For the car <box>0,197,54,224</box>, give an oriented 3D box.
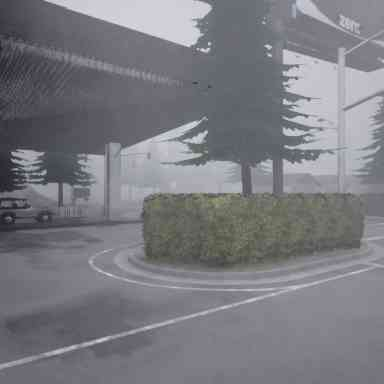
[{"bbox_3d":[-11.937,1.313,23.507,3.866,1.878,1.905,0,0,-36],"label":"car"}]
